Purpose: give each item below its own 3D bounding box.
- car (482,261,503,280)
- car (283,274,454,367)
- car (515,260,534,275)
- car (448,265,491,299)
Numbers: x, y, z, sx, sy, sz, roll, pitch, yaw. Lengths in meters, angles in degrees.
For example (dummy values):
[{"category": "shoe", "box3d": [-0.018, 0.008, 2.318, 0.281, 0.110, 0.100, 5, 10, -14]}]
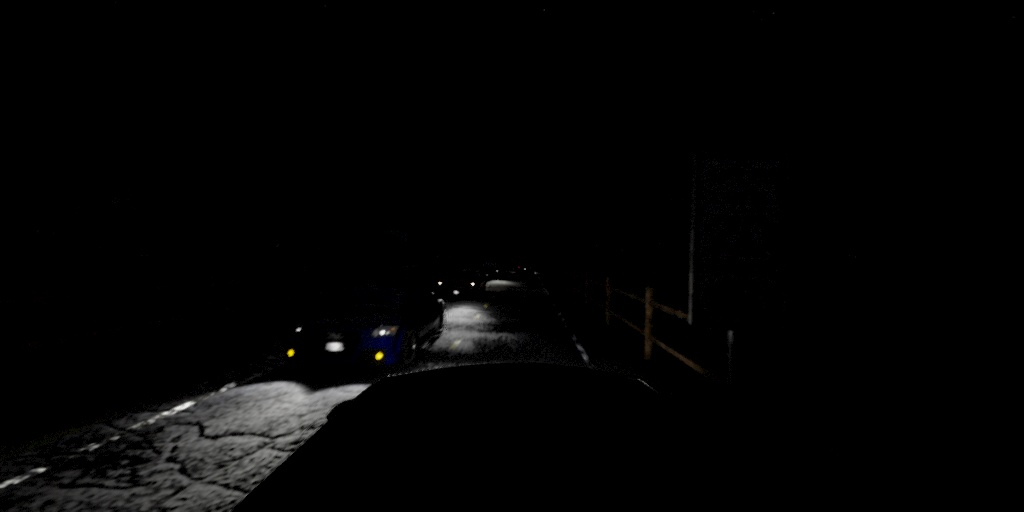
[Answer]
[{"category": "car", "box3d": [-1.833, 1.202, 30.999, 1.812, 1.442, 4.674, 1, 0, 3]}, {"category": "car", "box3d": [-2.720, 1.242, 7.628, 1.994, 1.385, 4.181, 1, 0, 2]}, {"category": "car", "box3d": [1.380, 1.309, 38.894, 1.994, 1.385, 4.181, 1, 0, 1]}, {"category": "car", "box3d": [-2.347, 1.279, 17.768, 1.895, 1.301, 4.718, 1, 0, 2]}]
